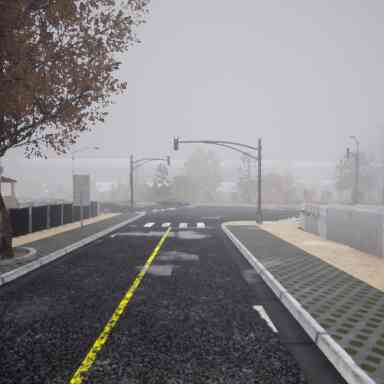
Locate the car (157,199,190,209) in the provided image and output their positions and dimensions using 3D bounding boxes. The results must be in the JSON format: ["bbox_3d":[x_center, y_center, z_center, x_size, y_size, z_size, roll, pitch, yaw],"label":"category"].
[{"bbox_3d":[-2.541,1.548,44.412,4.718,1.301,1.895,0,2,42],"label":"car"}]

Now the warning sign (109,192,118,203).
[{"bbox_3d":[-14.245,0.995,60.261,1.060,1.860,1.300,2,1,36],"label":"warning sign"}]

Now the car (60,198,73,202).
[{"bbox_3d":[-21.028,1.687,53.509,5.008,1.535,1.882,-1,2,36],"label":"car"}]

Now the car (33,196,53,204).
[{"bbox_3d":[-30.857,1.659,68.792,4.181,1.385,1.994,-1,2,36],"label":"car"}]

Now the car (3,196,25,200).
[{"bbox_3d":[-33.519,1.910,62.699,4.718,1.301,1.895,-1,2,36],"label":"car"}]

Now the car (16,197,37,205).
[{"bbox_3d":[-32.985,1.778,66.324,4.181,1.385,1.994,-1,2,36],"label":"car"}]

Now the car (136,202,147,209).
[{"bbox_3d":[-8.206,1.699,44.181,4.718,1.301,1.895,-1,2,36],"label":"car"}]

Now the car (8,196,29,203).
[{"bbox_3d":[-38.960,1.611,74.676,4.902,1.511,2.128,-1,2,36],"label":"car"}]

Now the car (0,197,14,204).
[{"bbox_3d":[-40.869,1.735,72.048,5.357,1.411,2.033,-1,2,36],"label":"car"}]

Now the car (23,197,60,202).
[{"bbox_3d":[-23.183,1.869,51.056,5.357,1.411,2.033,-1,2,36],"label":"car"}]

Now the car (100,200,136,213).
[{"bbox_3d":[-9.669,1.804,41.229,4.718,1.301,1.895,0,2,36],"label":"car"}]
